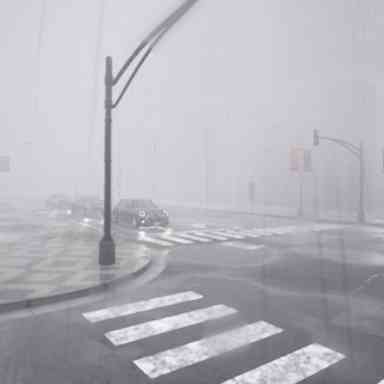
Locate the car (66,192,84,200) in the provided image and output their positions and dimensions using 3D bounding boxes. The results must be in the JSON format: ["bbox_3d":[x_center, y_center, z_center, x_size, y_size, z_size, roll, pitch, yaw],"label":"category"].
[{"bbox_3d":[-22.984,0.738,65.265,1.882,1.535,5.008,1,0,-36],"label":"car"}]

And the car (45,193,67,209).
[{"bbox_3d":[-14.716,0.939,36.783,2.097,1.767,4.553,1,0,-36],"label":"car"}]

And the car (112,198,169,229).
[{"bbox_3d":[-3.277,1.221,20.883,2.097,1.767,4.553,1,0,-35],"label":"car"}]

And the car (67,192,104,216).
[{"bbox_3d":[-8.859,1.085,28.650,2.097,1.767,4.553,1,0,-36],"label":"car"}]
